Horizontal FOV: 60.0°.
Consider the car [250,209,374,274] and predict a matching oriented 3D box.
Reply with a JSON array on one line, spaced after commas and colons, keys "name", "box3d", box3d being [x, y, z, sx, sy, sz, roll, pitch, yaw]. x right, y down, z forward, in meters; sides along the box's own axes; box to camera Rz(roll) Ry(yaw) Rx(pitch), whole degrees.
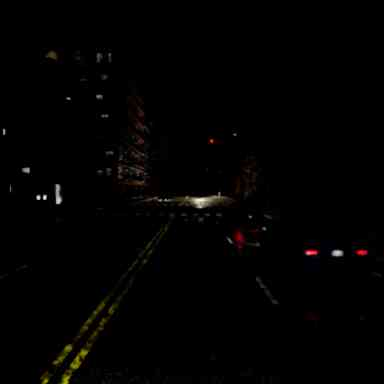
[{"name": "car", "box3d": [3.372, 1.458, 10.217, 2.033, 1.411, 5.357, 0, 0, 0]}]

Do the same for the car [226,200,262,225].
[{"name": "car", "box3d": [3.402, 1.290, 22.146, 1.882, 1.535, 5.008, 0, 0, -1]}]

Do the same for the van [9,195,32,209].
[{"name": "van", "box3d": [-22.634, 1.250, 42.360, 3.998, 1.788, 1.690, -1, 1, -1]}]

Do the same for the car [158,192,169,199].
[{"name": "car", "box3d": [-6.331, 0.754, 74.604, 2.097, 1.767, 4.553, 0, 0, 0]}]
